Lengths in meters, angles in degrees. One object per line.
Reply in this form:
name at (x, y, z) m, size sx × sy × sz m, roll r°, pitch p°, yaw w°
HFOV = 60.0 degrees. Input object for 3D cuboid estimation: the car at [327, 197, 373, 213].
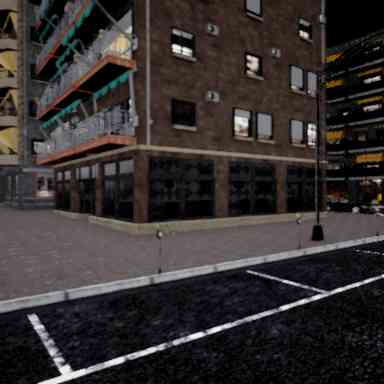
car at (13.619, 1.149, 29.458) m, size 2.008 × 1.369 × 4.403 m, roll 1°, pitch 0°, yaw -36°
